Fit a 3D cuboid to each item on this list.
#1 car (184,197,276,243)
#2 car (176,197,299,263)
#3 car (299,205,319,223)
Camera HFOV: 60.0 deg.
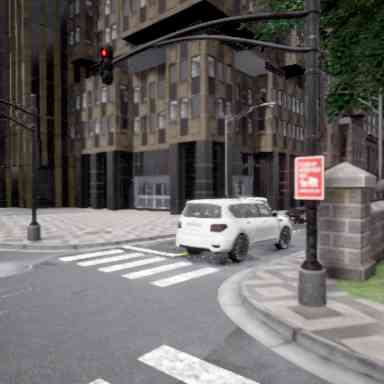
[{"bbox_3d":[2.251,1.308,17.860,2.150,2.045,5.566,0,0,40],"label":"car"},{"bbox_3d":[1.800,1.293,12.698,2.150,2.045,5.566,0,0,40],"label":"car"},{"bbox_3d":[8.610,1.725,25.397,1.994,1.385,4.181,0,0,40],"label":"car"}]
